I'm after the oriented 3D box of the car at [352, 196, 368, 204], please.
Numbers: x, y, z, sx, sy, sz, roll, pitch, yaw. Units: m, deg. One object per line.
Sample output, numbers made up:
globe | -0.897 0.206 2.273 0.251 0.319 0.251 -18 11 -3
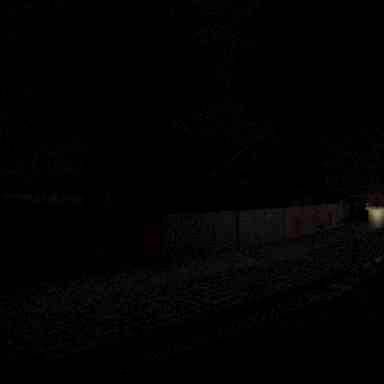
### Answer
car | 31.554 1.456 63.494 1.812 1.442 4.674 0 0 -1
